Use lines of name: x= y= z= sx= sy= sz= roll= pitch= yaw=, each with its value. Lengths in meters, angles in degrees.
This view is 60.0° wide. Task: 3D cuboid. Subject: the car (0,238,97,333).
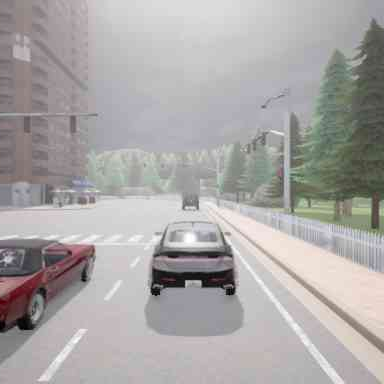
car: x=-3.451 y=1.601 z=6.791 sx=1.895 sy=1.301 sz=4.718 roll=0 pitch=0 yaw=0

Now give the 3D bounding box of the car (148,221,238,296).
car: x=0.023 y=1.492 z=8.615 sx=2.128 sy=1.511 sz=4.902 roll=0 pitch=0 yaw=0

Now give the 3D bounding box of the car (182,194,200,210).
car: x=-0.180 y=1.221 z=43.757 sx=2.150 sy=2.045 sz=5.566 roll=0 pitch=0 yaw=-1
